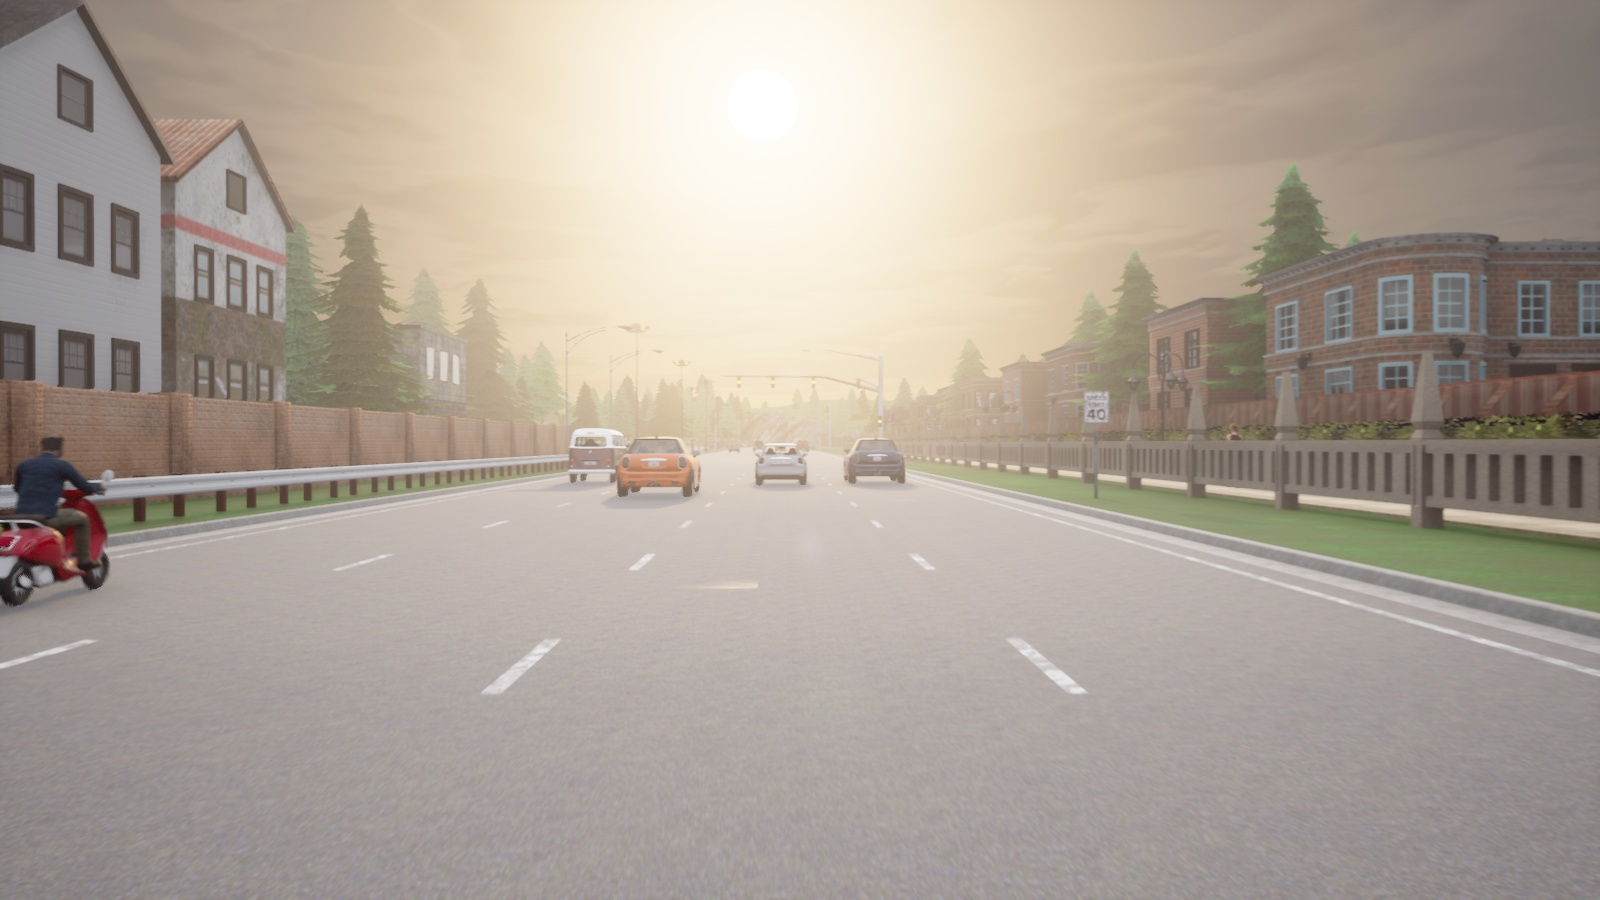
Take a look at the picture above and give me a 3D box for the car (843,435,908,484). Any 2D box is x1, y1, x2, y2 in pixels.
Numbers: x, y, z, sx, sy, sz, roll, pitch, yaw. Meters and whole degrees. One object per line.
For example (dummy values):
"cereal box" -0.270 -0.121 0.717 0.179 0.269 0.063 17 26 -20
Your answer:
"car" 2.814 0.337 47.764 2.097 1.767 4.553 0 0 -1

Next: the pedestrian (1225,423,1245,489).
"pedestrian" 12.174 0.163 35.130 0.345 1.836 0.594 0 0 -1

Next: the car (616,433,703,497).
"car" -4.021 0.396 36.713 2.097 1.767 4.553 0 0 -1

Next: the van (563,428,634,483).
"van" -7.694 0.194 48.302 2.069 2.038 4.480 0 0 -1

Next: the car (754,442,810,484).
"car" -0.661 0.451 46.095 1.970 1.475 3.806 0 0 -1

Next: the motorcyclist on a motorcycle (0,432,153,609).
"motorcyclist on a motorcycle" -7.161 0.628 12.167 0.866 1.590 1.817 0 0 -1
